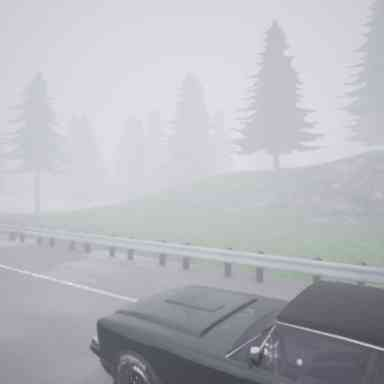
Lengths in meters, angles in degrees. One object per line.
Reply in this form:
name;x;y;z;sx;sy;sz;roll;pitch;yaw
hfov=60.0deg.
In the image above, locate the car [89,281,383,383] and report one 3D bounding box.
car;1.185;1.598;3.151;4.718;1.301;1.895;0;0;35
